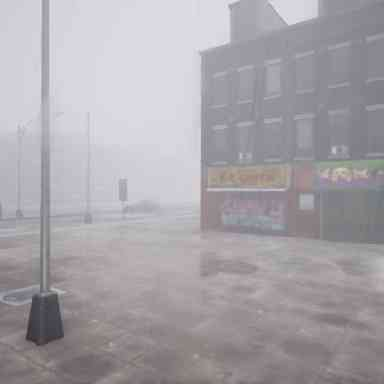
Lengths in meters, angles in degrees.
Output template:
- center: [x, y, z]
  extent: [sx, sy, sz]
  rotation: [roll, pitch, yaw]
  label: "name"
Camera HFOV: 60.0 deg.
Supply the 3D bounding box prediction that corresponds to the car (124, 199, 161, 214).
- center: [-5.090, 1.466, 34.377]
  extent: [1.994, 1.385, 4.181]
  rotation: [0, 0, 35]
  label: "car"
